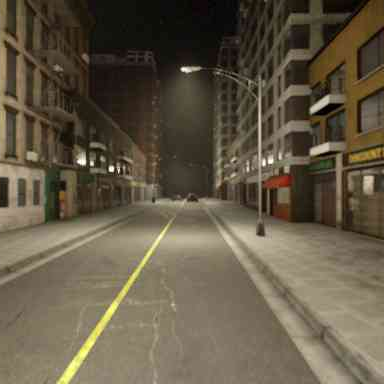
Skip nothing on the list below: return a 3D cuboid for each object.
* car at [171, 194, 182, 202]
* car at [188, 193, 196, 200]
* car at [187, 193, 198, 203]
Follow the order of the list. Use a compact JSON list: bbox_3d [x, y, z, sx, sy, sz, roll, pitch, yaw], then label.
[{"bbox_3d":[-3.008,1.157,65.591,2.033,1.411,5.357,0,0,0],"label":"car"},{"bbox_3d":[-0.001,1.017,76.560,1.882,1.535,5.008,0,0,0],"label":"car"},{"bbox_3d":[0.094,1.145,60.068,1.812,1.442,4.674,0,0,0],"label":"car"}]
